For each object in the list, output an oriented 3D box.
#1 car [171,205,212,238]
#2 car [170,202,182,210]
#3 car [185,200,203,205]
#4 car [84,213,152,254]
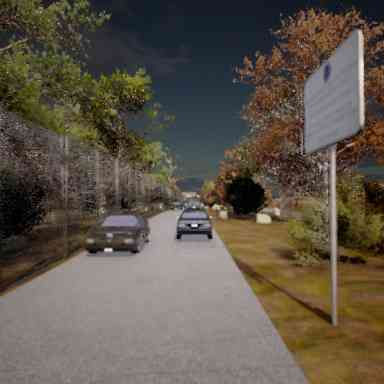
[{"bbox_3d":[0.127,1.641,18.109,2.033,1.411,5.357,0,-1,0],"label":"car"},{"bbox_3d":[-2.569,2.362,55.763,2.033,1.411,5.357,0,-2,1],"label":"car"},{"bbox_3d":[0.227,1.753,38.820,2.097,1.767,4.553,0,-1,0],"label":"car"},{"bbox_3d":[-2.835,1.604,13.966,2.033,1.411,5.357,0,0,0],"label":"car"}]
